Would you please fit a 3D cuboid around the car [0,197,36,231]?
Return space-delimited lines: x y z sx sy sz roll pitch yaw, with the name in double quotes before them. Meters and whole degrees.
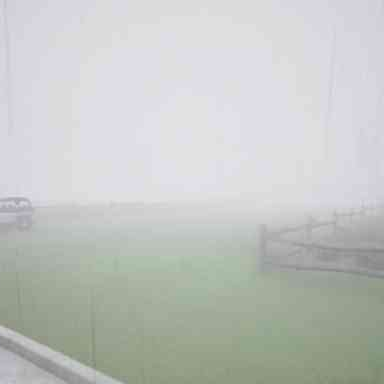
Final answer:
"car" -10.501 1.246 18.010 1.905 1.878 3.866 0 0 35
